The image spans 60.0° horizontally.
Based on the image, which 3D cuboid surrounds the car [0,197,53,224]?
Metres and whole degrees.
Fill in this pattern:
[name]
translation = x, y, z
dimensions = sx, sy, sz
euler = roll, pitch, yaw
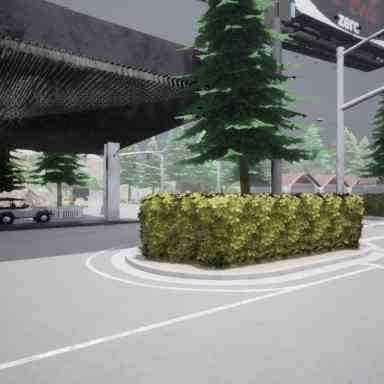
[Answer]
[car]
translation = -12.017, 1.313, 23.451
dimensions = 3.866, 1.878, 1.905
euler = 0, 0, -36
